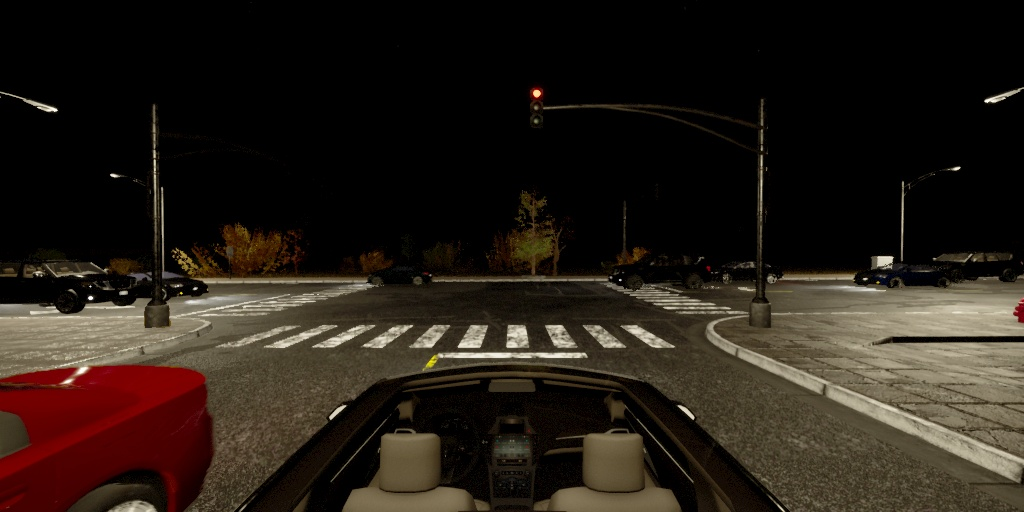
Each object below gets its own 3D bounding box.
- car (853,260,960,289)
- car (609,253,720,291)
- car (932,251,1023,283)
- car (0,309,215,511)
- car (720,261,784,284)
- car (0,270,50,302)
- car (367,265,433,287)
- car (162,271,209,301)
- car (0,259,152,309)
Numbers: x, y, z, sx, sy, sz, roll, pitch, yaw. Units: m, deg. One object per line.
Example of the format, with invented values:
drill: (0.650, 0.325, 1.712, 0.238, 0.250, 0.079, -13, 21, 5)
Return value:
car: (22.427, 1.138, 20.727, 4.181, 1.385, 1.994, 0, 1, 0)
car: (8.528, 0.882, 20.835, 5.566, 2.045, 2.150, 0, 1, 0)
car: (30.267, 0.699, 23.909, 5.566, 2.045, 2.150, -2, 1, 1)
car: (-3.115, 1.228, 0.503, 1.882, 1.535, 5.008, 0, 0, 0)
car: (15.374, 1.068, 24.031, 4.902, 1.511, 2.128, 0, 1, 0)
car: (-26.760, 1.482, 17.661, 5.357, 1.411, 2.033, 0, 1, 0)
car: (-7.496, 1.286, 24.211, 4.181, 1.385, 1.994, 0, 1, 0)
car: (-17.520, 1.437, 17.589, 4.181, 1.385, 1.994, 0, 1, 0)
car: (-18.275, 1.140, 14.339, 5.566, 2.045, 2.150, 0, 1, 0)
